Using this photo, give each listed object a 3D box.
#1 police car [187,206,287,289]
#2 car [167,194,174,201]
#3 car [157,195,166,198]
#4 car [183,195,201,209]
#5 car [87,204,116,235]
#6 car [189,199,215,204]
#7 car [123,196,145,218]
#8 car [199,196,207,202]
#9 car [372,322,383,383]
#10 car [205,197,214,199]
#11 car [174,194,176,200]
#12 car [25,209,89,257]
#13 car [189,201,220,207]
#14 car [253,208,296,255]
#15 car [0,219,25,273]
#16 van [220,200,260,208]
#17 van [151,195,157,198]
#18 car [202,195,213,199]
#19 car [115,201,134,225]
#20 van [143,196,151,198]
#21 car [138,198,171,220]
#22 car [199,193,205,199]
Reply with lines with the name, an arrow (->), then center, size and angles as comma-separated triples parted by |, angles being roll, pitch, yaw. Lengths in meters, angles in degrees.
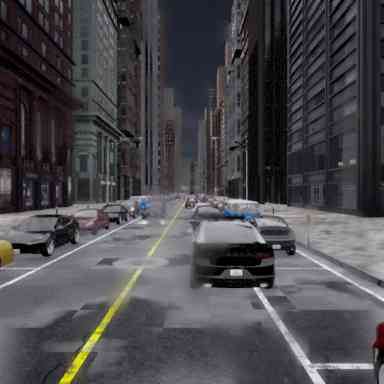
police car -> 0.898, 1.426, 9.316 | 1.930, 1.638, 5.238 | 0, 0, 0
car -> -5.784, 1.610, 75.004 | 1.887, 1.381, 4.507 | 0, 0, 0
car -> -5.778, 1.348, 52.457 | 2.192, 1.841, 5.009 | 0, 0, 0
car -> 0.008, 1.553, 46.645 | 1.812, 1.442, 4.674 | 0, 0, 0
car -> -5.768, 1.586, 18.638 | 1.802, 1.307, 4.206 | 0, 0, 0
car -> 0.843, 1.535, 25.204 | 1.812, 1.442, 4.674 | 0, 0, 0
car -> -5.772, 1.451, 29.912 | 1.967, 1.590, 4.097 | 0, 0, 0
car -> 2.740, 1.601, 80.826 | 1.752, 1.417, 4.829 | 0, 0, 0
car -> 2.761, 1.545, 1.748 | 1.887, 1.381, 4.507 | 0, 0, 0
car -> 2.752, 1.567, 35.566 | 2.008, 1.369, 4.403 | 0, 0, 0
car -> -5.787, 1.651, 86.277 | 1.947, 1.339, 4.313 | 0, 0, 0
car -> -5.767, 1.568, 13.001 | 1.947, 1.339, 4.313 | 0, 0, 0
car -> 0.895, 1.510, 19.206 | 1.837, 1.490, 4.892 | 0, 0, 0
car -> 2.758, 1.553, 13.021 | 2.008, 1.369, 4.403 | 0, 0, 0
car -> -5.765, 1.526, 7.195 | 1.752, 1.417, 4.829 | 0, 0, 0
van -> 2.756, 1.345, 18.657 | 1.690, 1.788, 3.998 | 0, 0, 0
van -> -5.775, 1.362, 41.185 | 1.690, 1.788, 3.998 | 0, 0, 0
car -> 2.749, 1.572, 46.838 | 1.887, 1.381, 4.507 | 0, 0, 0
car -> -5.770, 1.573, 24.275 | 1.947, 1.339, 4.313 | 0, 0, 0
van -> -5.774, 1.357, 35.548 | 1.690, 1.788, 3.998 | 0, 0, 0
car -> -3.107, 1.515, 28.314 | 1.837, 1.490, 4.892 | 0, 0, 0
car -> 2.745, 1.356, 58.111 | 2.192, 1.841, 5.009 | 0, 0, 0
